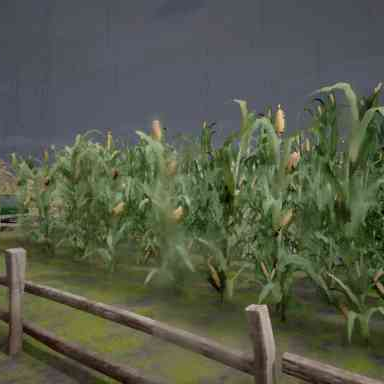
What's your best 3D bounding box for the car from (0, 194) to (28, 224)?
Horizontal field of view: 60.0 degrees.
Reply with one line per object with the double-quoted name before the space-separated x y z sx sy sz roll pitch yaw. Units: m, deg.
"car" -14.054 1.197 22.422 2.150 2.045 5.566 0 0 36
